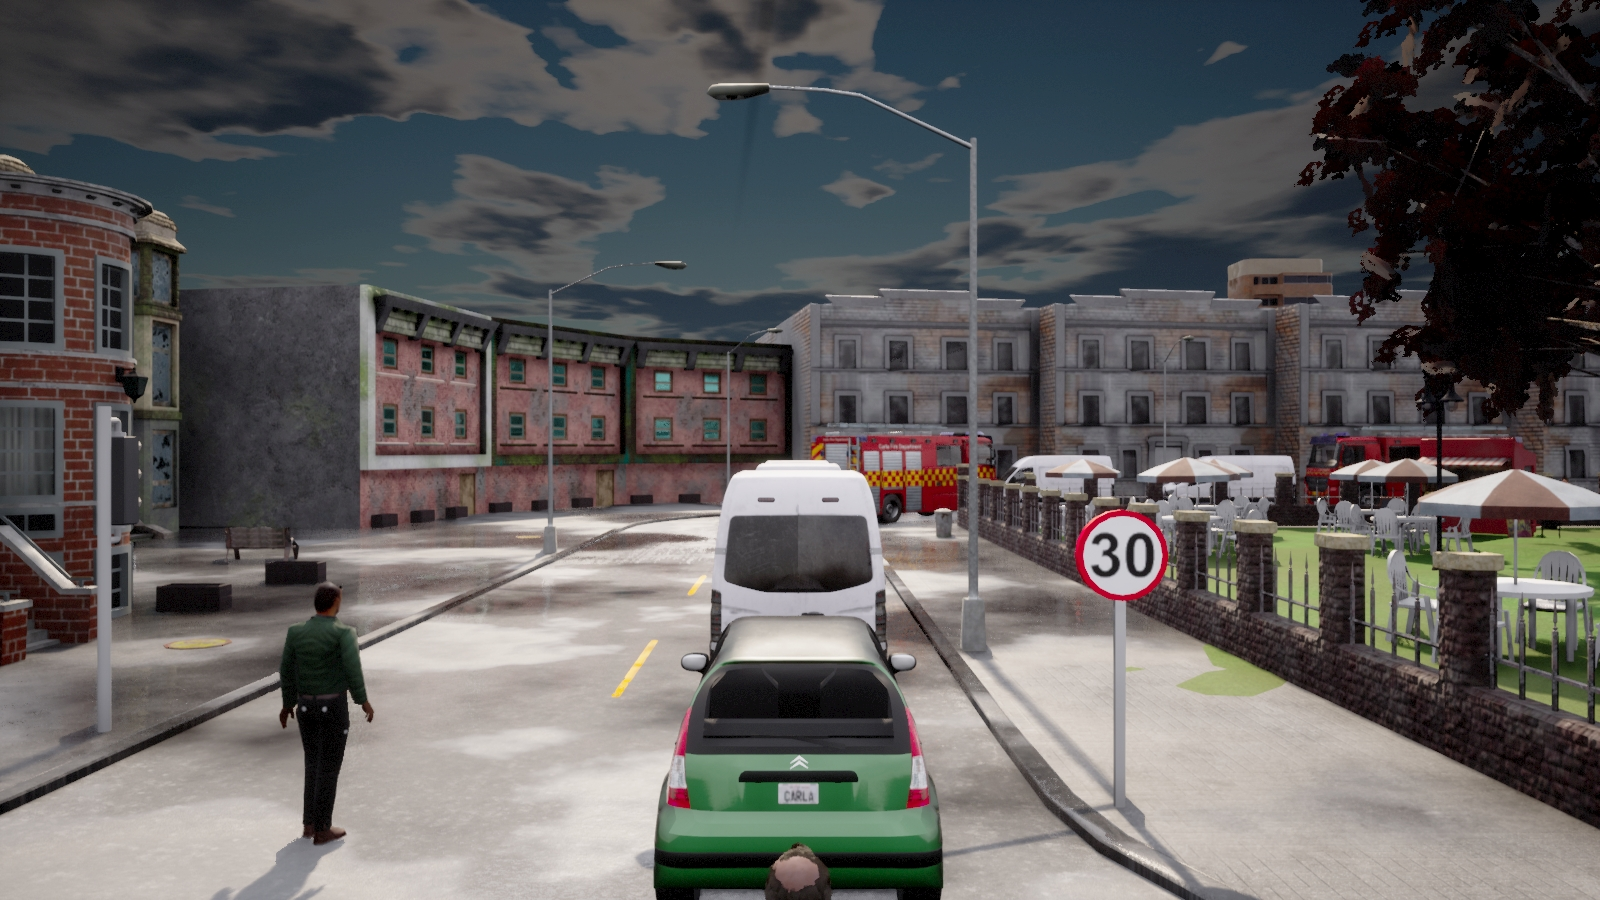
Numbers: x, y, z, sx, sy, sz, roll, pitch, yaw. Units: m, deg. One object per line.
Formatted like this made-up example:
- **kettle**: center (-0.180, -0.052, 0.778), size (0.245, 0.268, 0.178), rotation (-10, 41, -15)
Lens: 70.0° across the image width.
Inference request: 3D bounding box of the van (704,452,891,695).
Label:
- **van**: center (-0.025, 1.315, 15.105), size (1.988, 2.561, 5.915), rotation (0, 0, 0)

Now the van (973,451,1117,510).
- **van**: center (10.768, 1.313, 50.430), size (5.915, 2.561, 1.988), rotation (0, 0, 0)

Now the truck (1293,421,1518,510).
- **truck**: center (26.739, 0.670, 50.713), size (8.468, 3.827, 2.891), rotation (0, 0, 0)

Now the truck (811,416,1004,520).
- **truck**: center (4.502, 0.671, 46.247), size (8.468, 3.827, 2.891), rotation (0, 0, -43)

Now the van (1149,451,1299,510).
- **van**: center (18.656, 1.313, 50.452), size (5.915, 2.561, 1.988), rotation (0, 0, 0)

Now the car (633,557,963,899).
- **car**: center (-0.015, 1.779, 8.404), size (1.851, 1.617, 3.988), rotation (0, 0, 0)

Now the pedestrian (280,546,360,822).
- **pedestrian**: center (-3.389, 1.628, 8.080), size (0.375, 1.860, 0.375), rotation (0, 0, 11)
